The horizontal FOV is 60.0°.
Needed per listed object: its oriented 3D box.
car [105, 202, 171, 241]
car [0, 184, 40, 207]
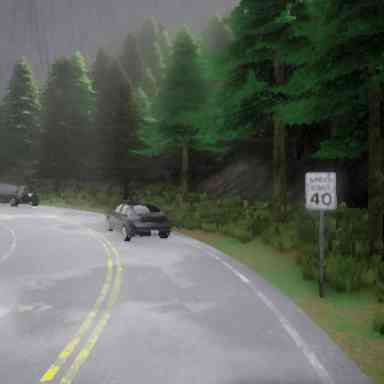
[{"bbox_3d":[-2.540,1.209,14.992,1.837,1.490,4.892,1,2,-27],"label":"car"},{"bbox_3d":[-14.077,0.135,25.730,4.553,1.767,2.097,4,0,23],"label":"car"}]
